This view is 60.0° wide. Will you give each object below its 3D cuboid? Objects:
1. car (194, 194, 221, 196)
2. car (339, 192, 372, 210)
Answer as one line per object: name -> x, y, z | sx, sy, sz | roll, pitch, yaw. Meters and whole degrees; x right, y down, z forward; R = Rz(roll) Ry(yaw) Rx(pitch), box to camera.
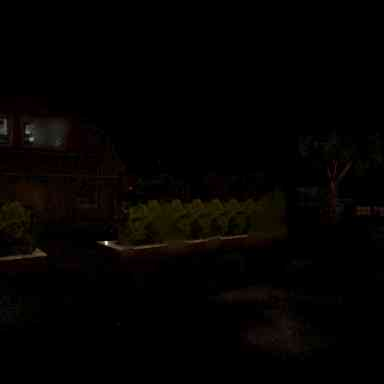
car -> 1.831, 1.221, 30.197 | 2.150, 2.045, 5.566 | 0, 0, -35
car -> 17.452, 0.985, 36.235 | 3.866, 1.878, 1.905 | 0, 0, 0
